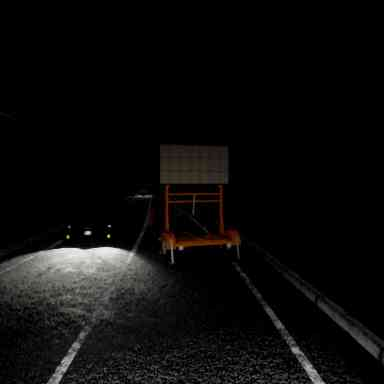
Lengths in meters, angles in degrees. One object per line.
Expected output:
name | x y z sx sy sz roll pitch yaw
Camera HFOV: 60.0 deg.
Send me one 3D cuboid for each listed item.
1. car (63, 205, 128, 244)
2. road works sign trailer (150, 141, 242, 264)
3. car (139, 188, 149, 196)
car | -3.821 1.226 13.723 1.994 1.385 4.181 0 1 -5
road works sign trailer | 0.036 0.174 10.845 2.380 3.560 2.880 -1 1 -16
car | -9.707 -0.052 66.730 1.812 1.442 4.674 0 4 -7
